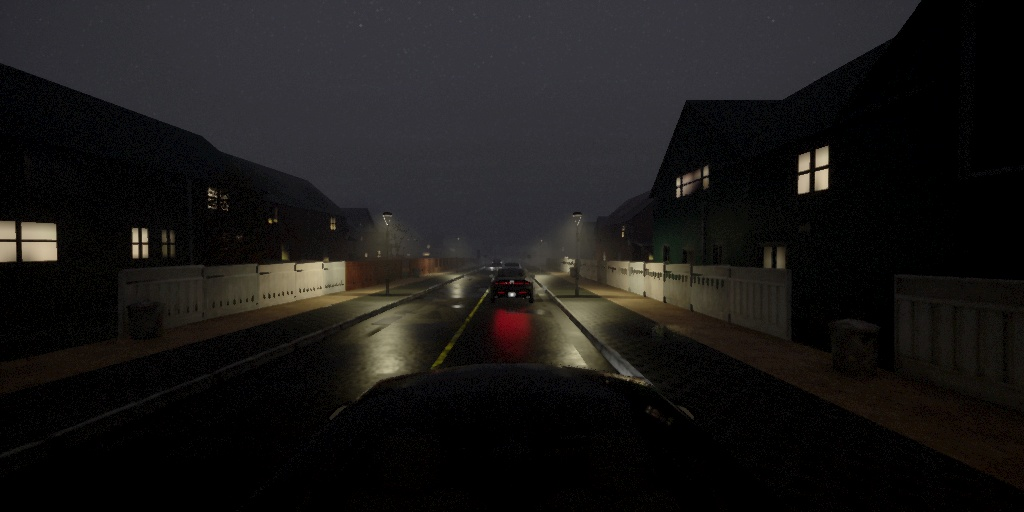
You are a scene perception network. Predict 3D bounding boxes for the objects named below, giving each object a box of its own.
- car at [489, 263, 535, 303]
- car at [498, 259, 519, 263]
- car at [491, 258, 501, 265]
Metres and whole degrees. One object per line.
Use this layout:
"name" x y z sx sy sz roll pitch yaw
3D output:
"car" 0.000 1.261 16.504 1.837 1.490 4.892 0 0 0
"car" 0.000 1.258 31.507 1.837 1.490 4.892 0 0 0
"car" -2.748 1.150 65.433 2.097 1.767 4.553 0 0 0
